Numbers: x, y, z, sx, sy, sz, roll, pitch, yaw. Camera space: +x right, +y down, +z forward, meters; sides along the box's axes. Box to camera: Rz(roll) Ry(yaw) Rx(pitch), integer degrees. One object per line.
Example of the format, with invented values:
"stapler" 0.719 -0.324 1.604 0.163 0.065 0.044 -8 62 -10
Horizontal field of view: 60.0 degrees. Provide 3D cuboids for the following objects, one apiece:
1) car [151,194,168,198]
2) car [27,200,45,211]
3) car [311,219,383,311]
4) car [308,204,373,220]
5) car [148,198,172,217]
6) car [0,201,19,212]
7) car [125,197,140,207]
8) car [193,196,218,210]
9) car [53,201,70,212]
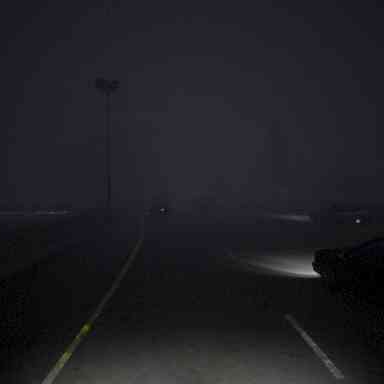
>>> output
"car" -5.343 1.326 53.996 2.150 2.045 5.566 0 0 -21
"car" -21.888 1.860 46.840 1.882 1.535 5.008 -1 0 -19
"car" 4.042 1.480 5.808 2.033 1.411 5.357 -1 0 -4
"car" 9.568 1.444 21.992 1.895 1.301 4.718 -1 0 -8
"car" -3.202 1.626 32.939 1.994 1.385 4.181 -1 0 -13
"car" -25.336 1.966 46.119 1.812 1.442 4.674 -1 0 -19
"car" -10.122 1.691 56.301 1.837 1.490 4.892 1 -1 -22
"car" 1.663 1.334 42.546 2.097 1.767 4.553 -1 0 -16
"car" -17.407 1.853 44.512 2.033 1.411 5.357 -1 0 -17
